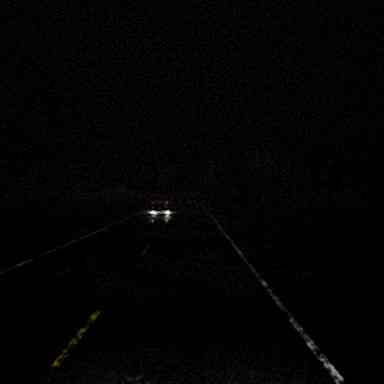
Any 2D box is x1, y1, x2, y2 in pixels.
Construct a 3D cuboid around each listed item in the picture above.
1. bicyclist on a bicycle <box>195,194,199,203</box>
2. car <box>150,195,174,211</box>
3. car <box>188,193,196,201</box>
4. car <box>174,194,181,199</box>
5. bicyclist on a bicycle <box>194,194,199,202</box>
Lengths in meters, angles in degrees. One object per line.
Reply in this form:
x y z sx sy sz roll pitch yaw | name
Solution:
0.913 1.273 57.727 0.866 1.612 1.509 0 0 0 | bicyclist on a bicycle
-3.612 1.240 38.991 2.097 1.767 4.553 0 0 0 | car
-0.044 1.279 78.166 1.812 1.442 4.674 0 0 0 | car
-3.544 1.117 79.552 1.882 1.535 5.008 0 0 0 | car
0.912 1.248 66.999 0.866 1.612 1.509 0 0 0 | bicyclist on a bicycle
